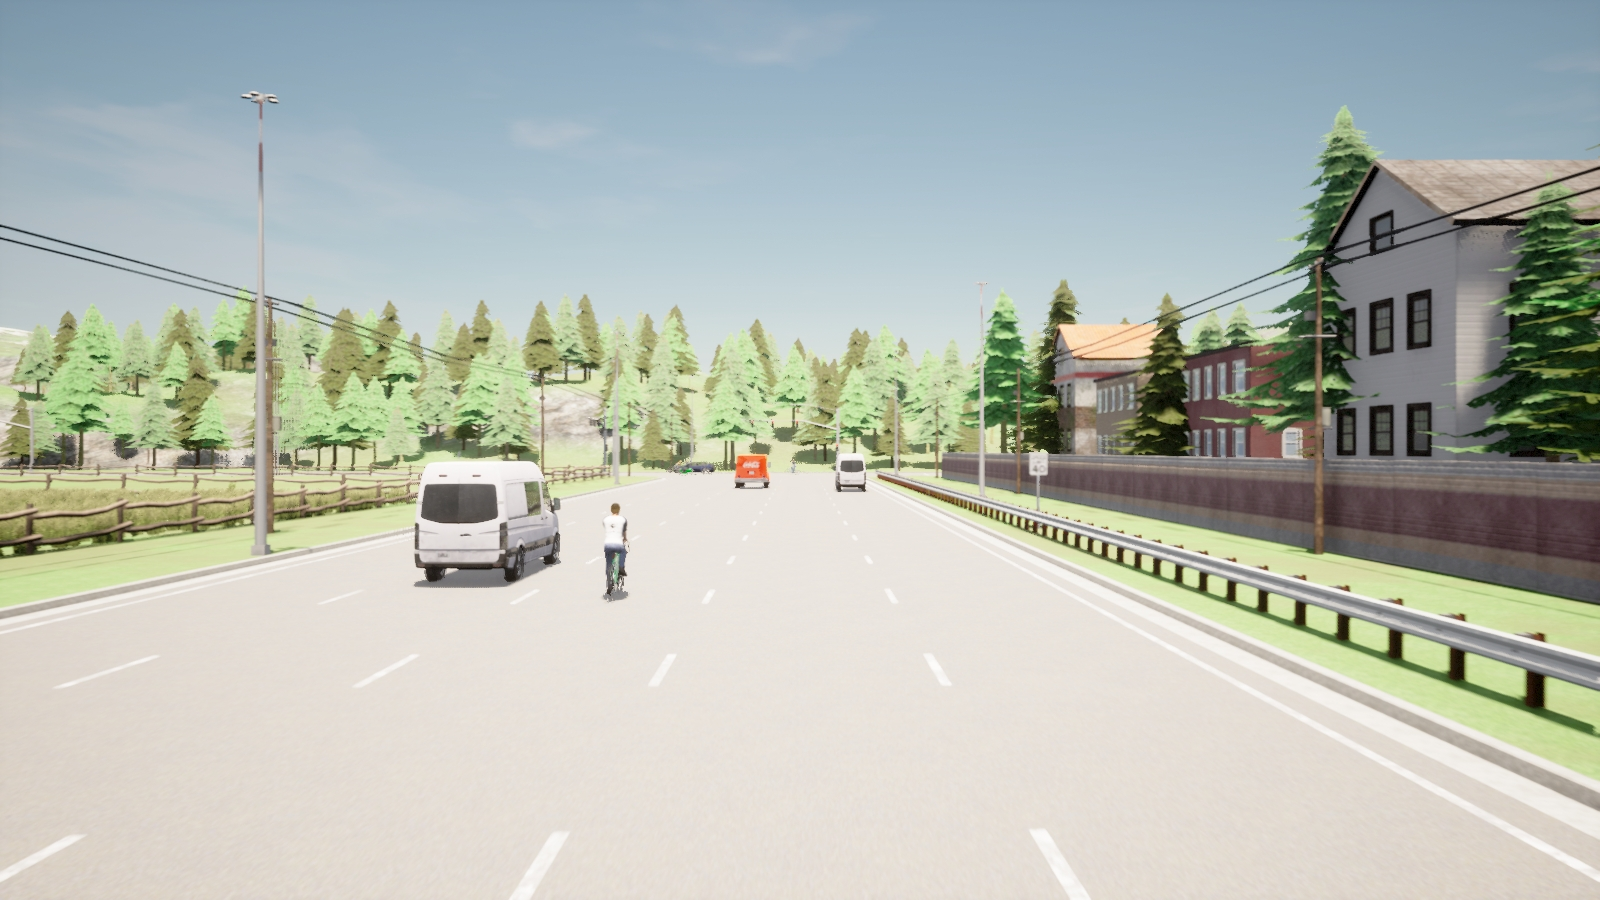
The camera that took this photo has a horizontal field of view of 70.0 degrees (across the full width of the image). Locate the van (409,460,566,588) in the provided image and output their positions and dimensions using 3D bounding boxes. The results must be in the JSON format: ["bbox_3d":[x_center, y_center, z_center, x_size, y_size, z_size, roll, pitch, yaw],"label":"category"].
[{"bbox_3d":[-6.994,1.534,26.326,1.988,2.561,5.915,0,0,0],"label":"van"}]

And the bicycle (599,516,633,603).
[{"bbox_3d":[-3.498,2.056,21.767,0.373,1.496,1.643,0,0,0],"label":"bicycle"}]
